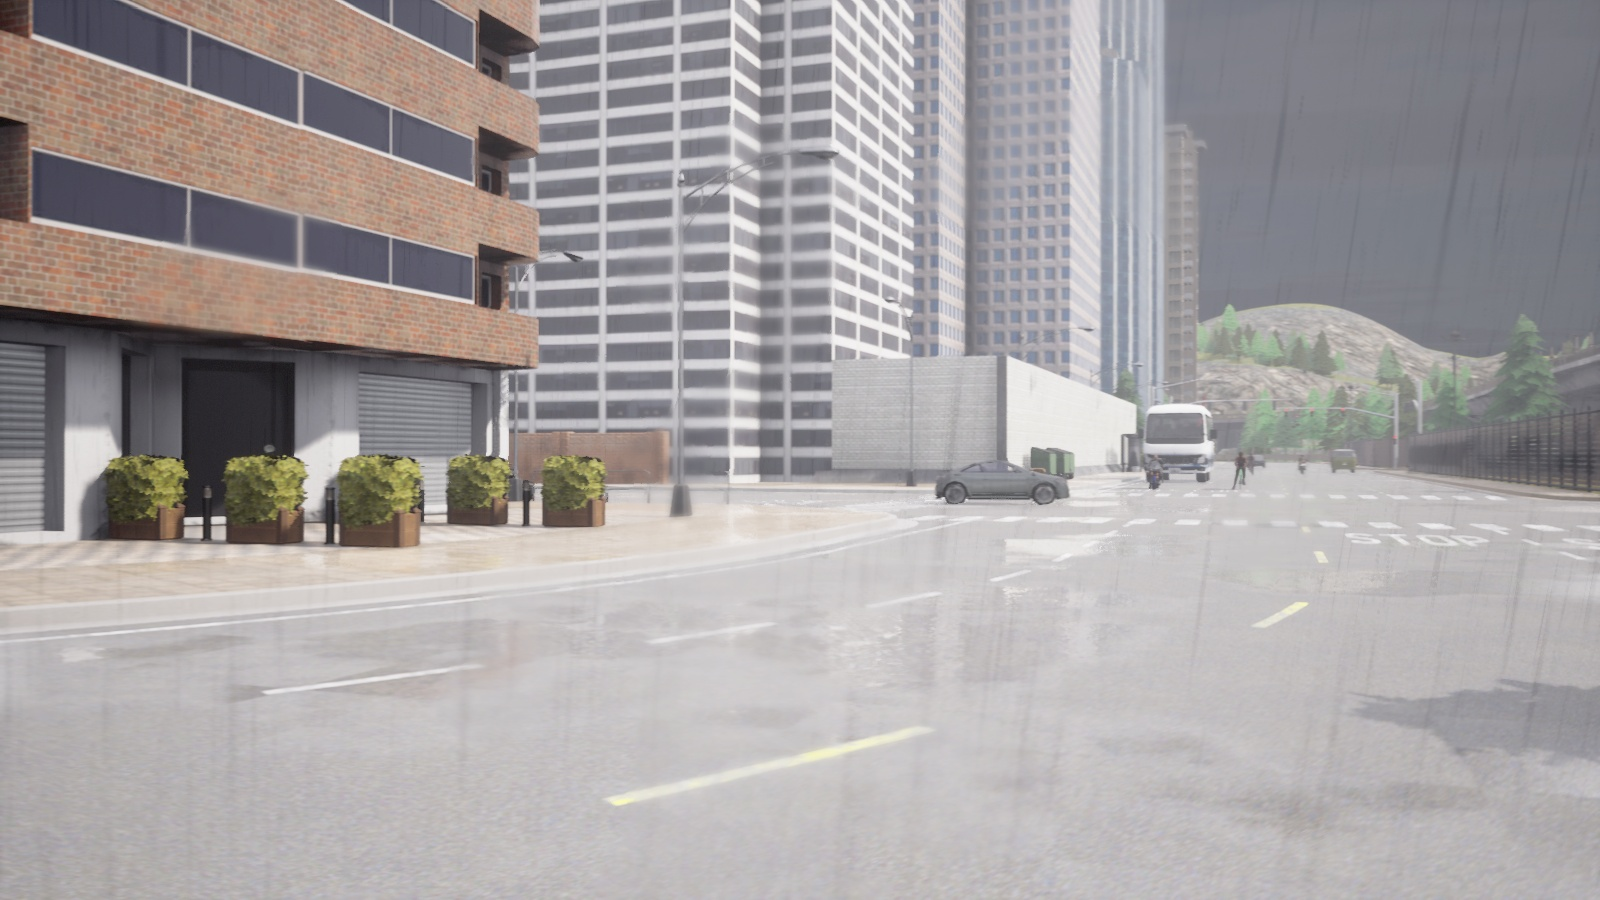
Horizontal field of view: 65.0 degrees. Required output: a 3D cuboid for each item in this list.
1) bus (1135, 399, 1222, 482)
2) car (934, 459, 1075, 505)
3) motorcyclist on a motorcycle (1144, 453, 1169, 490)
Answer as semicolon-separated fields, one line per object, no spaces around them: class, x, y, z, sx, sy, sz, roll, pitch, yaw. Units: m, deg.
bus;21.166;-0.458;69.778;3.944;4.253;10.273;0;0;20
car;6.302;0.971;38.924;4.181;1.385;1.994;0;0;8
motorcyclist on a motorcycle;15.484;0.918;54.509;0.866;1.530;2.191;0;0;20
